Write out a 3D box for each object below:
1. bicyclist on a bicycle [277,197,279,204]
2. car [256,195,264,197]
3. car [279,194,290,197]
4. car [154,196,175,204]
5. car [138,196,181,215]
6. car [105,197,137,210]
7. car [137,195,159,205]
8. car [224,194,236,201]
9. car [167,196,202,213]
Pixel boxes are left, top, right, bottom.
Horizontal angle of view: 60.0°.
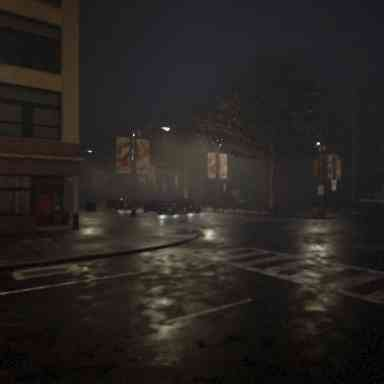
[{"bbox_3d":[12.755,1.186,50.826,1.656,1.620,0.582,-1,0,-36],"label":"bicyclist on a bicycle"},{"bbox_3d":[17.640,1.283,83.390,1.895,1.301,4.718,0,0,-36],"label":"car"},{"bbox_3d":[18.496,1.162,69.460,2.002,1.452,4.674,0,0,-36],"label":"car"},{"bbox_3d":[-5.123,1.472,62.103,1.994,1.385,4.181,0,0,-36],"label":"car"},{"bbox_3d":[-3.437,1.477,33.997,1.812,1.442,4.674,0,0,-35],"label":"car"},{"bbox_3d":[-9.435,1.441,42.350,2.128,1.511,4.902,0,0,-36],"label":"car"},{"bbox_3d":[-7.960,1.396,60.053,1.882,1.535,5.008,0,0,-36],"label":"car"},{"bbox_3d":[8.003,1.266,76.919,2.161,1.482,4.786,0,0,-36],"label":"car"},{"bbox_3d":[-0.873,1.446,36.433,1.837,1.490,4.892,0,0,-36],"label":"car"}]
